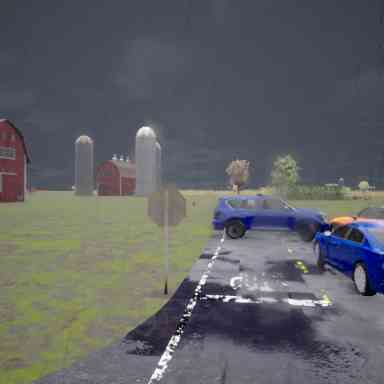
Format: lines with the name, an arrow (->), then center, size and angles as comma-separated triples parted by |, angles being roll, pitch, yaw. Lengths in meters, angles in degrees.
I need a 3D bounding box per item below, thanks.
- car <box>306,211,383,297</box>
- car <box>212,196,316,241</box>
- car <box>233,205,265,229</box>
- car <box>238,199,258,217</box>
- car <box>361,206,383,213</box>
car -> 4.666, 1.480, 8.541 | 1.882, 1.535, 5.008 | 0, 0, 4
car -> 3.776, 1.219, 16.429 | 5.566, 2.045, 2.150 | 0, 0, 13
car -> 3.863, 1.601, 22.685 | 1.895, 1.301, 4.718 | 0, 0, 9
car -> 5.528, 1.502, 32.991 | 1.837, 1.490, 4.892 | 0, 0, 9
car -> 7.958, 1.368, 14.041 | 2.097, 1.767, 4.553 | 0, 0, -24
